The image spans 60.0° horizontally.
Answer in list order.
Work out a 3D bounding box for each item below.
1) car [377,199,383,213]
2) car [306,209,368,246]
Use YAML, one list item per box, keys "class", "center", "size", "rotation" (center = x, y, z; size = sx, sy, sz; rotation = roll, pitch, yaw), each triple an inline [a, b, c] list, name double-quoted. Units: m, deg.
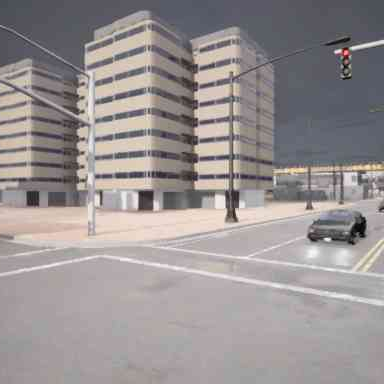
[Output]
- class: "car"
  center: [21.406, 1.508, 35.986]
  size: [1.837, 1.490, 4.892]
  rotation: [0, 0, 35]
- class: "car"
  center: [7.060, 1.549, 15.761]
  size: [2.033, 1.411, 5.357]
  rotation: [0, 0, 35]
